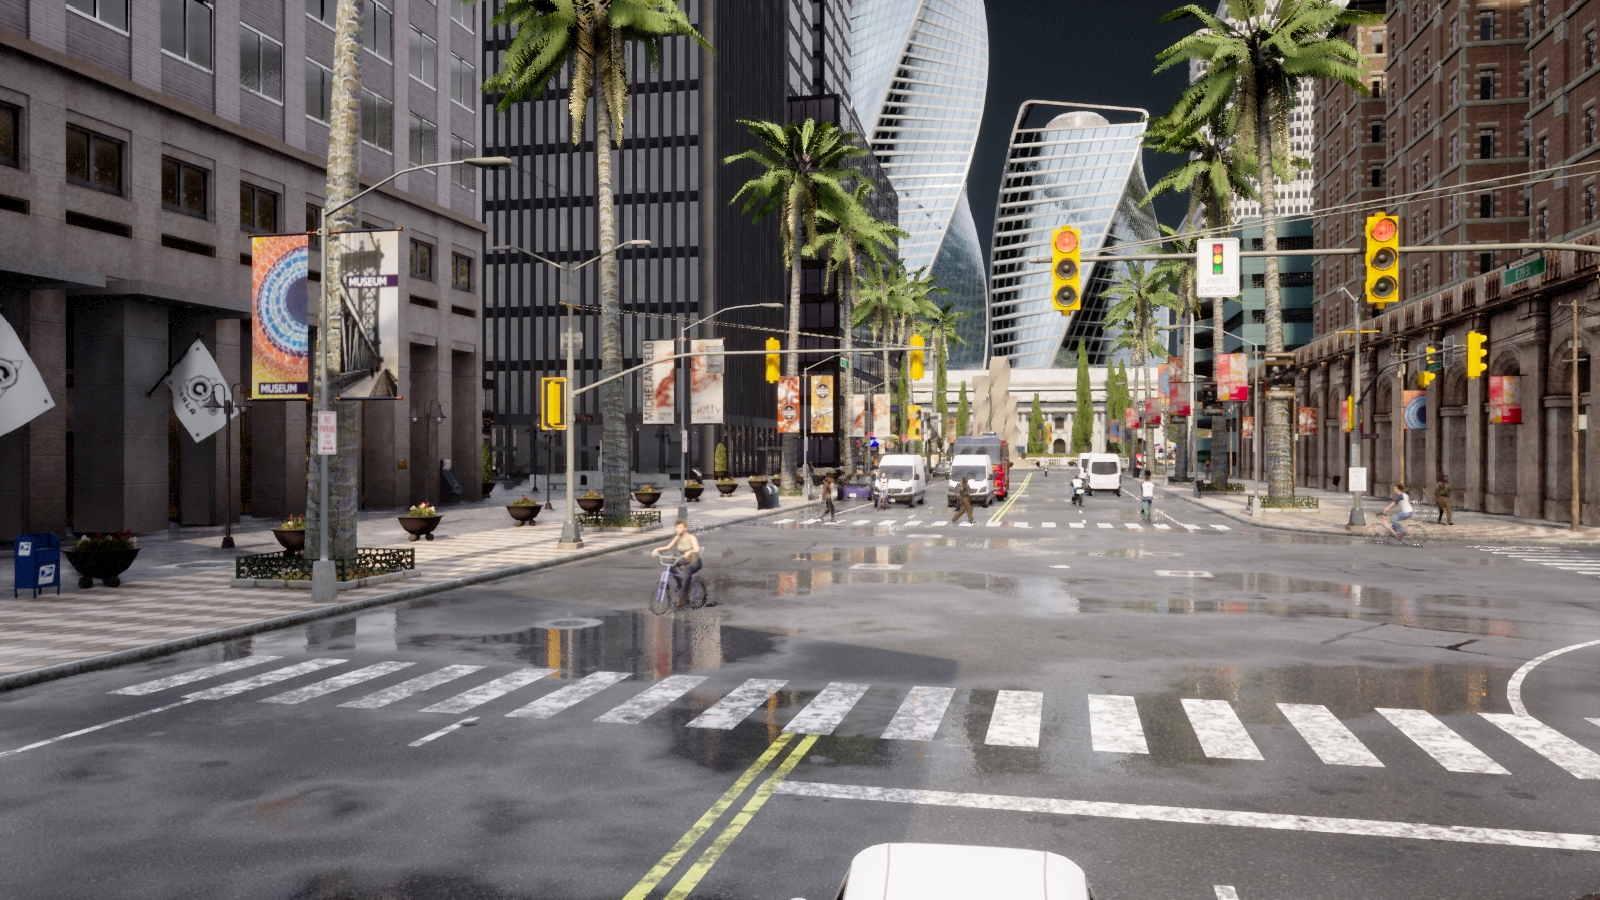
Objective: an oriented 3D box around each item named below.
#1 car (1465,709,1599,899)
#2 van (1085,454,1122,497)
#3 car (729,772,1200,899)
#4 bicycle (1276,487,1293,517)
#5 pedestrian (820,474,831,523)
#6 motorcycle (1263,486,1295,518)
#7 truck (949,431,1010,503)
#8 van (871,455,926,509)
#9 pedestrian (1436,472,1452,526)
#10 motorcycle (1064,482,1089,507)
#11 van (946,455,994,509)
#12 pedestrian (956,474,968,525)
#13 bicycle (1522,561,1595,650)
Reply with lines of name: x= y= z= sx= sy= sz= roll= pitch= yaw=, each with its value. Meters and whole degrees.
car: x=3.753 y=1.992 z=2.523 sx=2.152 sy=1.651 sz=5.027 roll=0 pitch=0 yaw=7
van: x=19.039 y=1.534 z=71.854 sx=1.988 sy=2.561 sz=5.915 roll=0 pitch=0 yaw=13
car: x=0.558 y=2.120 z=3.851 sx=1.481 sy=1.376 sz=2.207 roll=0 pitch=0 yaw=9
bicycle: x=20.524 y=2.206 z=48.420 sx=0.373 sy=1.196 sz=1.643 roll=0 pitch=0 yaw=13
pedestrian: x=0.980 y=1.849 z=43.418 sx=0.375 sy=1.860 sz=0.375 roll=0 pitch=0 yaw=10
motorcycle: x=20.463 y=2.205 z=48.863 sx=0.867 sy=1.251 sz=2.209 roll=0 pitch=0 yaw=13
truck: x=10.323 y=0.890 z=65.040 sx=2.891 sy=3.827 sz=8.468 roll=0 pitch=0 yaw=13
van: x=5.034 y=1.534 z=57.494 sx=1.988 sy=2.561 sz=5.915 roll=0 pitch=0 yaw=13
pedestrian: x=22.508 y=1.697 z=39.917 sx=0.375 sy=1.860 sz=0.375 roll=0 pitch=0 yaw=7
motorcycle: x=13.792 y=2.213 z=56.957 sx=0.803 sy=1.145 sz=2.033 roll=0 pitch=0 yaw=2
van: x=8.600 y=1.534 z=57.397 sx=1.988 sy=2.561 sz=5.915 roll=0 pitch=0 yaw=13
pedestrian: x=6.080 y=1.848 z=42.831 sx=0.375 sy=1.860 sz=0.375 roll=0 pitch=0 yaw=22
bicycle: x=11.184 y=2.256 z=16.828 sx=0.859 sy=1.080 sz=1.487 roll=0 pitch=0 yaw=35
